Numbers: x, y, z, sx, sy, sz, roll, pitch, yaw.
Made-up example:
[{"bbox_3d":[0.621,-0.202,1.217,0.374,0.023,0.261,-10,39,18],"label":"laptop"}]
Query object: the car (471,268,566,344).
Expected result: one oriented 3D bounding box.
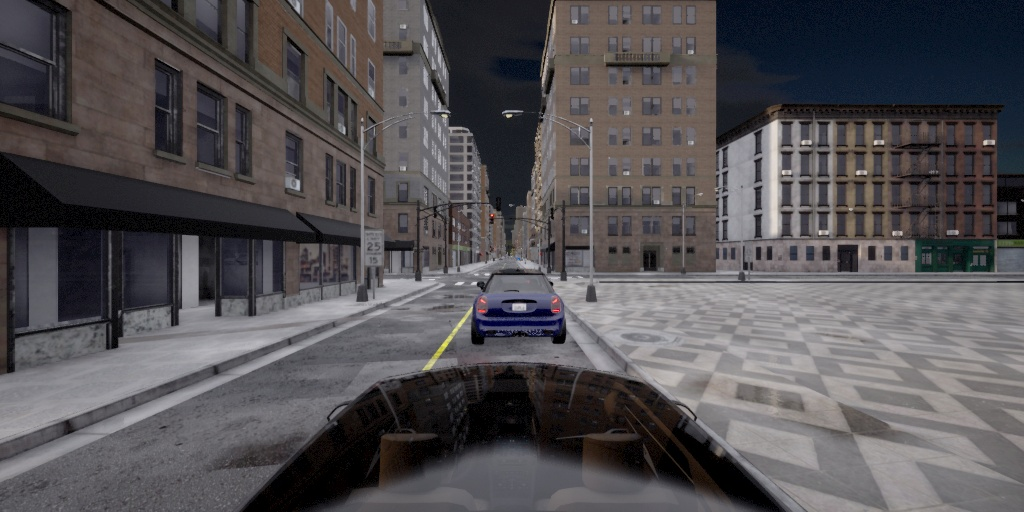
[{"bbox_3d":[0.100,1.102,9.716,2.097,1.767,4.553,0,0,-1],"label":"car"}]
